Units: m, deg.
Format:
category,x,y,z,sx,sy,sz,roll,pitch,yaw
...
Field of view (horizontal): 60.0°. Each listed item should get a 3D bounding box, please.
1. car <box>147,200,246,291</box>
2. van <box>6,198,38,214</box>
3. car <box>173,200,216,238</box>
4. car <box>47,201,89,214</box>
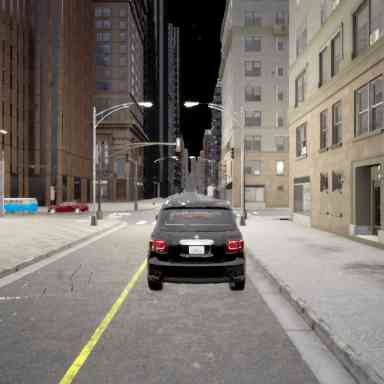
category,x,y,z,sx,sy,sz,roll,pitch,yaw
car,0.113,1.223,9.169,2.150,2.045,5.566,0,0,0
van,-19.553,1.589,37.536,3.998,1.788,1.690,-1,0,0
car,0.121,1.357,18.618,2.097,1.767,4.553,0,0,0
car,-13.926,1.725,37.508,4.507,1.381,1.887,-1,0,0
